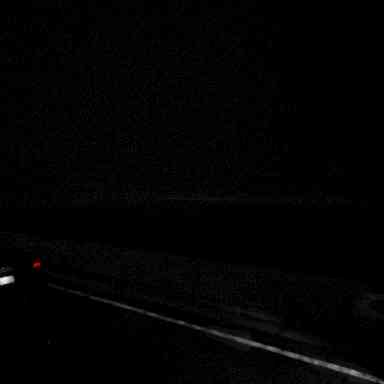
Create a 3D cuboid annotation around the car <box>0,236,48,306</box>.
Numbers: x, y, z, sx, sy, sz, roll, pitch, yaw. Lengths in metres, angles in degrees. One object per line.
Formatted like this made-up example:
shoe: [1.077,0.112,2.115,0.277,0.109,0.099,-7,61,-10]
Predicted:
car: [-4.975,1.550,7.112,4.181,1.385,1.994,0,0,36]
